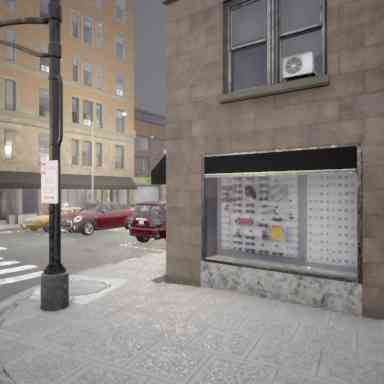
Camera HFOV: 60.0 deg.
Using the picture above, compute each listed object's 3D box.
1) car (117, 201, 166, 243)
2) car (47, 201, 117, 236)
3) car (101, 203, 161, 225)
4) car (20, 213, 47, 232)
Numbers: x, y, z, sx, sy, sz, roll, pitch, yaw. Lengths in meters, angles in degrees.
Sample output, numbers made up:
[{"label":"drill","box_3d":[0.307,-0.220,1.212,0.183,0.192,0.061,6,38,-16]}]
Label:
[{"label":"car","box_3d":[-0.676,1.305,15.314,2.192,1.841,5.009,0,0,35]},{"label":"car","box_3d":[-5.317,1.344,18.744,2.097,1.767,4.553,0,0,35]},{"label":"car","box_3d":[-4.425,1.548,24.850,1.947,1.339,4.313,0,0,35]},{"label":"car","box_3d":[-7.754,1.519,20.070,1.752,1.417,4.829,0,0,35]}]
